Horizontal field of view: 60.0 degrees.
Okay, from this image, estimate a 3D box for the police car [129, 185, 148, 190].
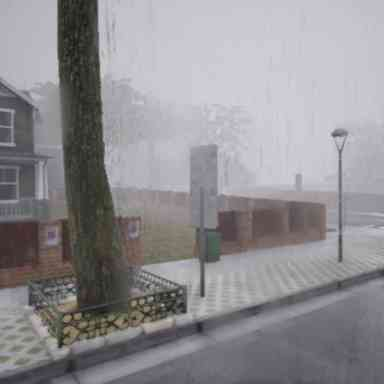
[{"bbox_3d":[-6.813,-0.108,42.897,1.930,1.638,5.238,-1,3,-35],"label":"police car"}]
